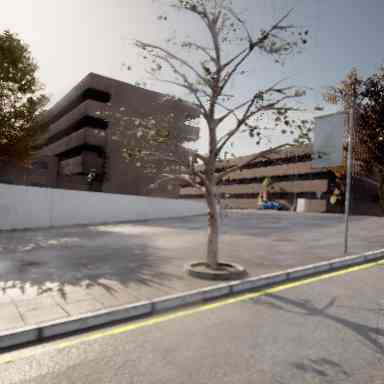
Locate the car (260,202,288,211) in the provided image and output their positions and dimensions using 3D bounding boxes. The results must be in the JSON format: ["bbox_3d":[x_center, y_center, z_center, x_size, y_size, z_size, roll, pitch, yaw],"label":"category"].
[{"bbox_3d":[12.348,2.258,50.108,1.882,1.535,5.008,5,-5,-24],"label":"car"}]

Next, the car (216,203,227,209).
[{"bbox_3d":[5.123,2.992,65.706,2.097,1.767,4.553,6,-6,-25],"label":"car"}]
